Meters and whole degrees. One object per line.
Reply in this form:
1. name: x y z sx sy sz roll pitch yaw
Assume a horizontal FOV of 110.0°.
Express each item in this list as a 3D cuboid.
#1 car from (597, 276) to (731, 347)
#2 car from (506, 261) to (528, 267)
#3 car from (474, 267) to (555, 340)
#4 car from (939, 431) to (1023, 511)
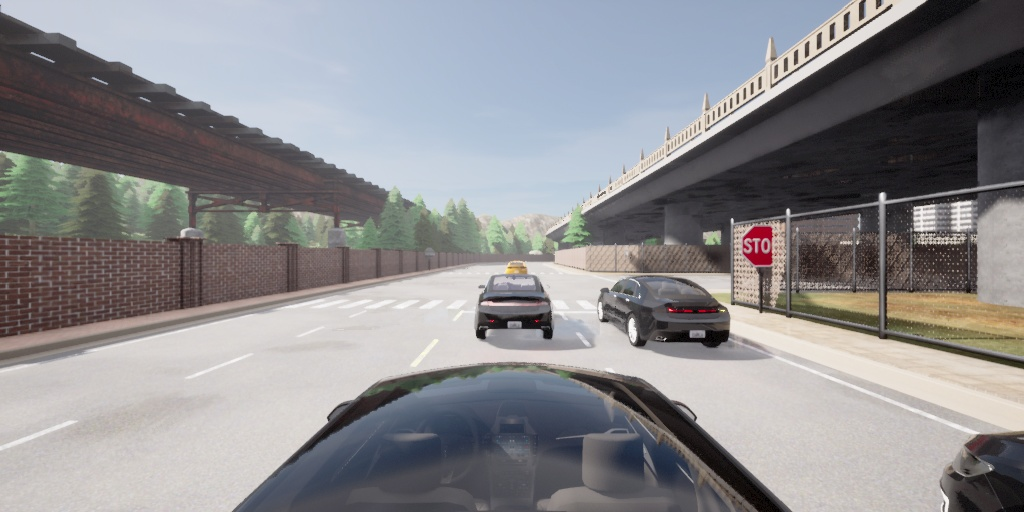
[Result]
1. car: 3.559 1.254 9.299 1.837 1.490 4.892 0 0 0
2. car: 0.480 1.225 34.204 1.882 1.535 5.008 0 0 2
3. car: 0.057 1.241 10.000 2.128 1.511 4.902 0 0 0
4. car: 3.556 1.255 0.127 1.837 1.490 4.892 0 0 0
